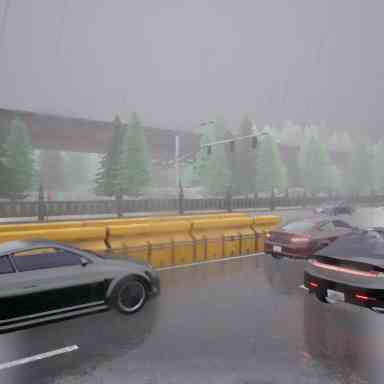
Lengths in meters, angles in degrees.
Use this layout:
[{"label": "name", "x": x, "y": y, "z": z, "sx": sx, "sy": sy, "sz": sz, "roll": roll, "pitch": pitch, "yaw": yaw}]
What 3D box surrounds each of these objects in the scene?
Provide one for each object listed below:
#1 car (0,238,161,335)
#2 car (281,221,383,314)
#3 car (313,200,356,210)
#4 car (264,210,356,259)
[{"label": "car", "x": -2.683, "y": 1.564, "z": 6.125, "sx": 4.181, "sy": 1.385, "sz": 1.994, "roll": 0, "pitch": 0, "yaw": -36}, {"label": "car", "x": 4.360, "y": 1.492, "z": 6.902, "sx": 4.902, "sy": 1.511, "sz": 2.128, "roll": 0, "pitch": 0, "yaw": -35}, {"label": "car", "x": 13.094, "y": 1.491, "z": 30.557, "sx": 4.902, "sy": 1.511, "sz": 2.128, "roll": 0, "pitch": 0, "yaw": -36}, {"label": "car", "x": 4.422, "y": 1.526, "z": 11.234, "sx": 4.674, "sy": 1.442, "sz": 1.812, "roll": 0, "pitch": 0, "yaw": -35}]
